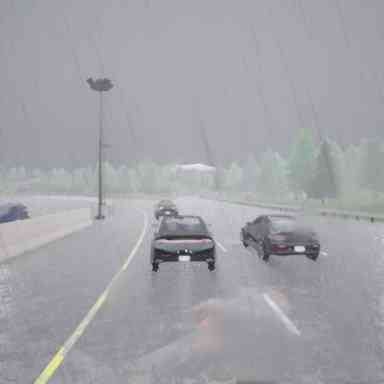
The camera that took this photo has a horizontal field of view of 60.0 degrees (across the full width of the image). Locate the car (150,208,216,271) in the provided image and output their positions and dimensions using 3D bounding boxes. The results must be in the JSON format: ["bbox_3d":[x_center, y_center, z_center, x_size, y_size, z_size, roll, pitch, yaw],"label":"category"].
[{"bbox_3d":[-0.337,1.516,11.050,2.128,1.511,4.902,0,0,-3],"label":"car"}]

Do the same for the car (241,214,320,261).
[{"bbox_3d":[3.094,1.546,12.287,1.812,1.442,4.674,0,0,-3],"label":"car"}]

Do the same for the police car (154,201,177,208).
[{"bbox_3d":[-2.393,1.573,30.174,2.038,1.542,4.974,0,0,-9],"label":"police car"}]

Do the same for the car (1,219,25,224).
[{"bbox_3d":[-11.890,1.545,20.774,1.882,1.535,5.008,0,0,-7],"label":"car"}]
